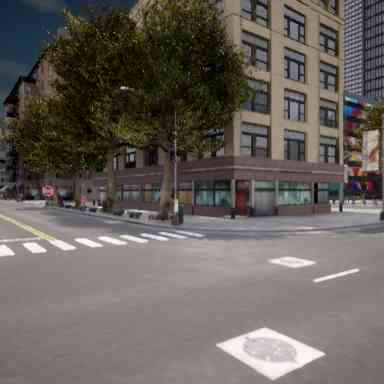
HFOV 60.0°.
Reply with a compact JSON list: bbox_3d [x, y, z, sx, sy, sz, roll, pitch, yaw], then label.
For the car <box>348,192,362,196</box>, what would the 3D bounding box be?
[{"bbox_3d":[39.926,1.272,84.591,2.002,1.452,4.674,0,0,-36],"label":"car"}]
